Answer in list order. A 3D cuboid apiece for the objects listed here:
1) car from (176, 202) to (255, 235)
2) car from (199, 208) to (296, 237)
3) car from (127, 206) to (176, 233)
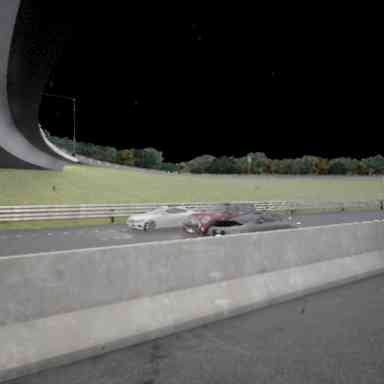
[{"bbox_3d":[1.749,1.388,18.156,4.553,1.767,2.097,0,0,-36],"label":"car"},{"bbox_3d":[2.680,1.595,14.517,4.181,1.385,1.994,0,0,-36],"label":"car"},{"bbox_3d":[-1.578,1.557,20.094,4.674,1.442,1.812,0,0,-35],"label":"car"}]
